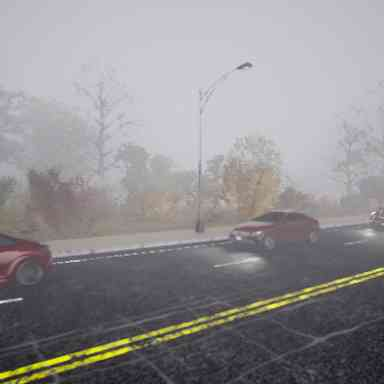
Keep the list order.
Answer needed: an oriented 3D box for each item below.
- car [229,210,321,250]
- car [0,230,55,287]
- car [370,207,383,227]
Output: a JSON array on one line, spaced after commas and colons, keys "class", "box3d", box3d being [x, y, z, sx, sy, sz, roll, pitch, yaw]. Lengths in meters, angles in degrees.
[{"class": "car", "box3d": [3.715, 1.531, 14.376, 4.674, 1.442, 1.812, 0, 0, -36]}, {"class": "car", "box3d": [-5.493, 1.564, 7.774, 4.181, 1.385, 1.994, 0, 0, -36]}, {"class": "car", "box3d": [13.375, 1.364, 21.354, 4.553, 1.767, 2.097, 0, 0, -37]}]
